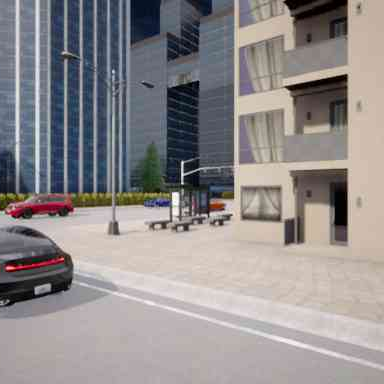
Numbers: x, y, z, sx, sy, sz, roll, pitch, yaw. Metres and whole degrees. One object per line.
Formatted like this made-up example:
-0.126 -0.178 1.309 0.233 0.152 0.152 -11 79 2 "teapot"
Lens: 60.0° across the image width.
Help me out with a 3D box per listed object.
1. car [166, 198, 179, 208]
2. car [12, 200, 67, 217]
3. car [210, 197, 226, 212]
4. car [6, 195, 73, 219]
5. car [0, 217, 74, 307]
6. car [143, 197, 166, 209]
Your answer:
-0.985 1.383 45.611 2.097 1.767 4.553 0 0 37 "car"
-14.981 1.555 32.895 1.812 1.442 4.674 0 0 37 "car"
2.041 1.390 37.720 2.097 1.767 4.553 0 0 37 "car"
-13.263 1.254 29.376 2.150 2.045 5.566 0 0 37 "car"
-4.613 1.498 7.460 4.892 1.490 1.837 0 0 37 "car"
-4.661 1.507 46.562 1.882 1.535 5.008 0 0 37 "car"
